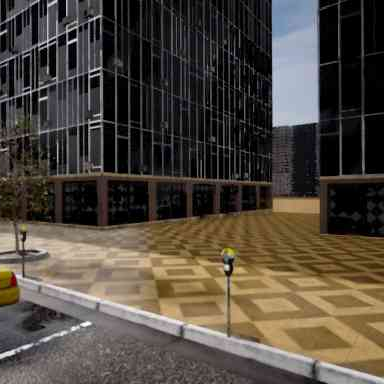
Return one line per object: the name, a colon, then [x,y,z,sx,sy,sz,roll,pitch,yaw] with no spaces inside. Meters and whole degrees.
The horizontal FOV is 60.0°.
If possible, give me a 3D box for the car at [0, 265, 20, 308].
car: [-5.317,1.531,6.651,4.829,1.417,1.752,0,0,35]
